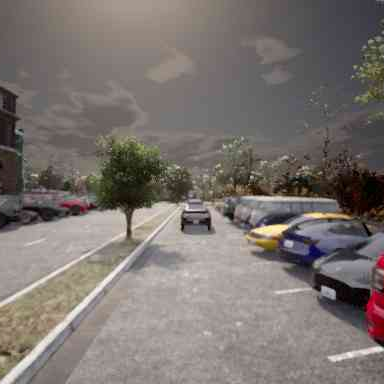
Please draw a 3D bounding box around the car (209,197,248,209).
[{"bbox_3d":[5.199,1.542,47.457,4.892,1.521,2.231,1,0,-19],"label":"car"}]

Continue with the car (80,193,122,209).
[{"bbox_3d":[-12.974,1.259,47.123,5.566,2.045,2.435,-1,0,-19],"label":"car"}]

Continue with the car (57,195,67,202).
[{"bbox_3d":[-32.736,1.620,83.996,2.185,1.767,4.553,1,-3,-19],"label":"car"}]

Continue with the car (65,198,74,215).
[{"bbox_3d":[-13.128,1.527,29.073,4.792,1.488,2.163,-1,0,-19],"label":"car"}]

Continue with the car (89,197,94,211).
[{"bbox_3d":[-13.064,1.380,35.079,4.553,1.767,2.185,-1,0,-19],"label":"car"}]

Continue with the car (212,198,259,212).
[{"bbox_3d":[5.304,1.534,40.737,5.366,1.575,1.946,1,0,-19],"label":"car"}]

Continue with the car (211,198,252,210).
[{"bbox_3d":[5.156,1.539,44.063,4.892,1.521,2.231,1,0,-19],"label":"car"}]

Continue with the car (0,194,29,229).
[{"bbox_3d":[-13.259,1.235,20.028,5.566,2.045,2.435,-1,0,-20],"label":"car"}]

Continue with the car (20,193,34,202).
[{"bbox_3d":[-41.781,1.493,84.145,2.435,2.045,5.566,1,-3,-19],"label":"car"}]

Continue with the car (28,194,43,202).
[{"bbox_3d":[-31.395,1.212,66.982,2.231,1.521,4.892,0,-1,-19],"label":"car"}]

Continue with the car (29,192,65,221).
[{"bbox_3d":[-13.159,1.242,26.069,5.566,2.045,2.435,-1,0,-19],"label":"car"}]

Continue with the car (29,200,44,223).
[{"bbox_3d":[-13.179,1.519,23.061,4.792,1.488,2.163,-1,0,-20],"label":"car"}]

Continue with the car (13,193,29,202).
[{"bbox_3d":[-34.346,1.085,67.024,2.185,1.767,4.553,0,-1,-19],"label":"car"}]

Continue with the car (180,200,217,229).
[{"bbox_3d":[0.241,1.516,21.643,2.128,1.511,4.902,0,0,0],"label":"car"}]

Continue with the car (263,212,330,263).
[{"bbox_3d":[4.908,1.529,10.088,4.792,1.488,2.163,1,0,-20],"label":"car"}]

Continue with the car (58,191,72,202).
[{"bbox_3d":[-25.464,0.958,66.838,2.435,2.045,5.566,1,-1,-19],"label":"car"}]

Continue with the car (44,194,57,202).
[{"bbox_3d":[-28.438,1.250,66.921,2.002,1.452,4.674,1,-1,-19],"label":"car"}]

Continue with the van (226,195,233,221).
[{"bbox_3d":[4.864,1.285,21.940,4.442,1.987,1.878,1,0,-19],"label":"van"}]

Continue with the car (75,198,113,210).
[{"bbox_3d":[-12.985,1.555,44.122,4.674,1.452,2.002,-1,0,-19],"label":"car"}]

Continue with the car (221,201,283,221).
[{"bbox_3d":[5.021,1.560,27.932,4.674,1.452,2.002,1,0,-20],"label":"car"}]

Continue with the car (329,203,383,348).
[{"bbox_3d":[4.869,1.241,4.137,5.566,2.045,2.435,1,0,-20],"label":"car"}]

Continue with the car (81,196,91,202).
[{"bbox_3d":[-26.686,1.745,83.833,2.231,1.521,4.892,1,-3,-19],"label":"car"}]

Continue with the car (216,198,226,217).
[{"bbox_3d":[5.024,1.265,24.970,5.566,2.045,2.435,1,0,-20],"label":"car"}]

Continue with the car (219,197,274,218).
[{"bbox_3d":[5.014,1.397,30.904,4.553,1.767,2.185,1,0,-19],"label":"car"}]

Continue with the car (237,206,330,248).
[{"bbox_3d":[4.729,1.497,12.987,5.366,1.575,1.946,1,0,-20],"label":"car"}]

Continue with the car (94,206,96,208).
[{"bbox_3d":[-13.027,1.514,41.097,5.008,1.535,2.097,-1,0,-19],"label":"car"}]

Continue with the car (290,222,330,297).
[{"bbox_3d":[4.834,1.525,7.086,4.792,1.488,2.163,1,0,-20],"label":"car"}]

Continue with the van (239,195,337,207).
[{"bbox_3d":[4.822,1.278,15.984,4.442,1.987,1.878,1,0,-20],"label":"van"}]

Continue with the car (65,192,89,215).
[{"bbox_3d":[-13.105,1.250,32.083,5.566,2.045,2.435,-1,0,-19],"label":"car"}]

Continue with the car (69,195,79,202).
[{"bbox_3d":[-29.700,1.617,83.869,2.185,1.767,4.553,1,-3,-19],"label":"car"}]

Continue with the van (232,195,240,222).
[{"bbox_3d":[4.843,1.282,18.963,4.442,1.987,1.878,1,0,-19],"label":"van"}]
